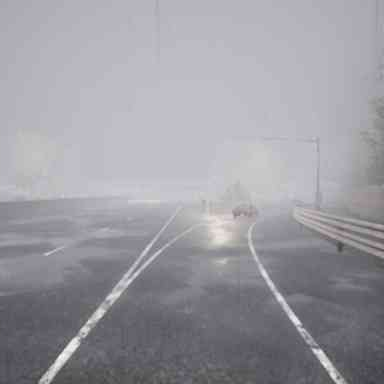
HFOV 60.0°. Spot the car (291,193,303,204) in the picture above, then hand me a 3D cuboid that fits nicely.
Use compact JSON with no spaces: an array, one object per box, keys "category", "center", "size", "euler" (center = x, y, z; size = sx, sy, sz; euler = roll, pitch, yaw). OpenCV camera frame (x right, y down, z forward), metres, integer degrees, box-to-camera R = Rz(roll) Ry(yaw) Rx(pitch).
[{"category":"car","center":[22.822,1.674,72.765],"size":[2.097,1.767,4.553],"euler":[0,3,20]}]

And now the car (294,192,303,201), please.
[{"category":"car","center":[26.318,1.076,82.237],"size":[2.097,1.767,4.553],"euler":[0,4,19]}]

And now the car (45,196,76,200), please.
[{"category":"car","center":[-21.037,1.494,53.328],"size":[2.128,1.511,4.902],"euler":[0,0,1]}]

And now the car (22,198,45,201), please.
[{"category":"car","center":[-24.528,1.603,53.110],"size":[1.895,1.301,4.718],"euler":[0,0,1]}]

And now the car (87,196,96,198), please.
[{"category":"car","center":[-20.992,1.516,69.436],"size":[1.837,1.490,4.892],"euler":[0,0,0]}]

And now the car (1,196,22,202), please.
[{"category":"car","center":[-28.038,1.479,52.262],"size":[1.882,1.535,5.008],"euler":[0,0,1]}]

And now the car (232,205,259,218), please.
[{"category":"car","center":[5.515,1.945,33.614],"size":[1.895,1.301,4.718],"euler":[0,-1,20]}]

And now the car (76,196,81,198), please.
[{"category":"car","center":[-24.492,1.540,69.286],"size":[2.128,1.511,4.902],"euler":[0,0,0]}]

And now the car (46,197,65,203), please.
[{"category":"car","center":[-27.992,1.609,68.475],"size":[1.895,1.301,4.718],"euler":[0,0,0]}]
